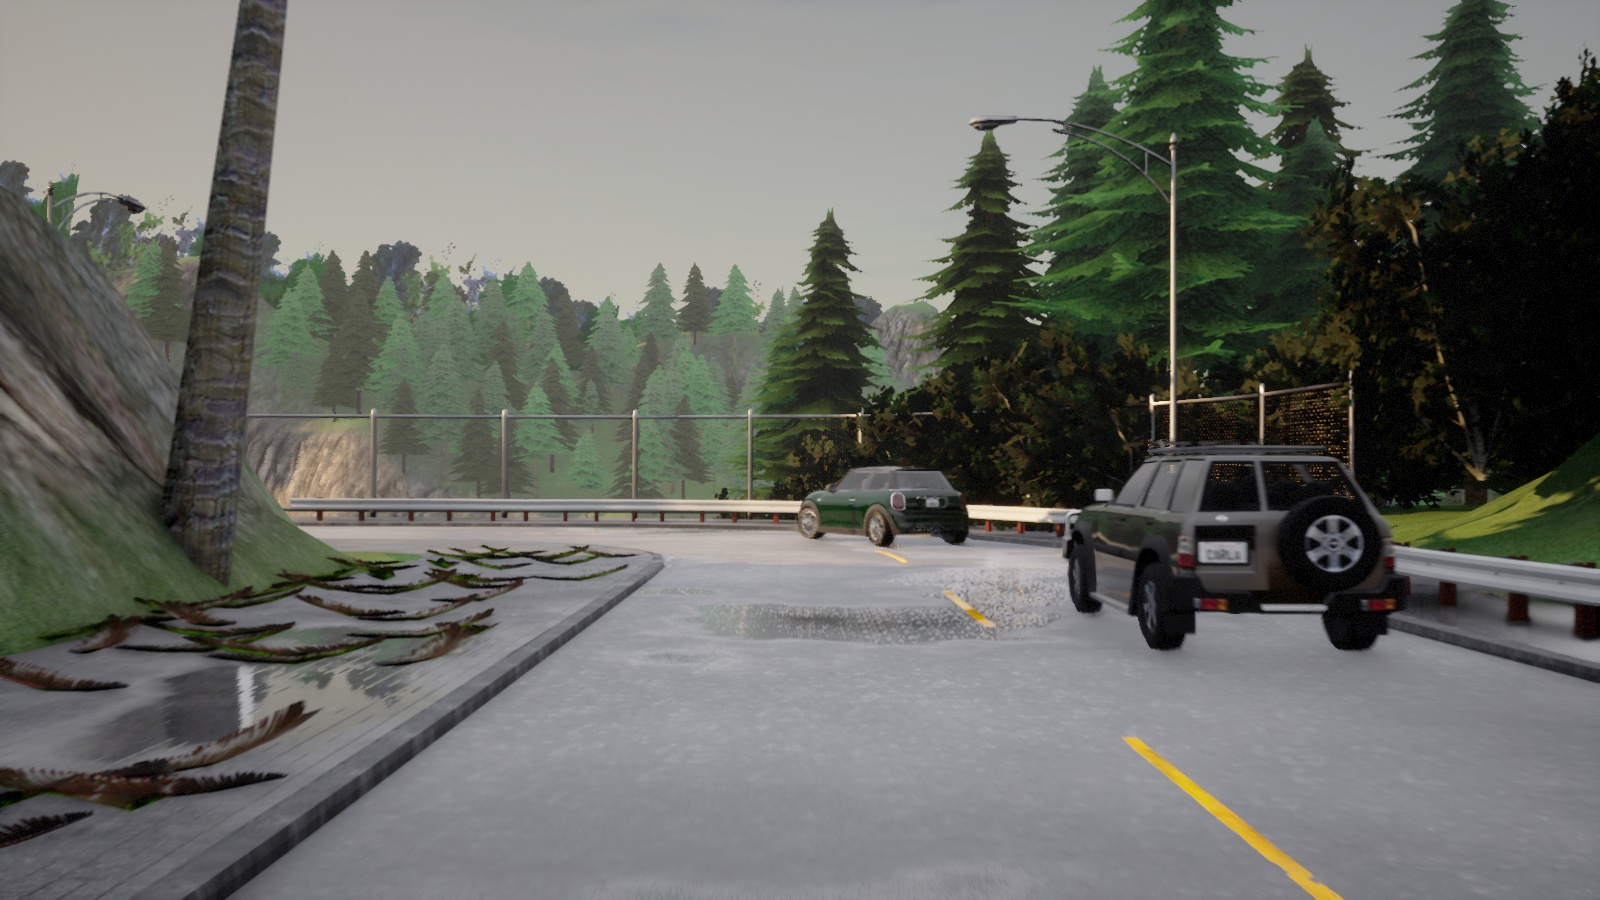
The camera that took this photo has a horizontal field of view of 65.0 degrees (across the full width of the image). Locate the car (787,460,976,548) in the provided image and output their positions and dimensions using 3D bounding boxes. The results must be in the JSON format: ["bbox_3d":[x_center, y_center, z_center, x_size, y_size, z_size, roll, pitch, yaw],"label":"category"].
[{"bbox_3d":[1.691,1.134,27.828,2.097,1.767,4.553,0,-1,-28],"label":"car"}]

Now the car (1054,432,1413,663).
[{"bbox_3d":[3.964,0.824,12.434,1.932,1.855,4.605,0,-1,0],"label":"car"}]
